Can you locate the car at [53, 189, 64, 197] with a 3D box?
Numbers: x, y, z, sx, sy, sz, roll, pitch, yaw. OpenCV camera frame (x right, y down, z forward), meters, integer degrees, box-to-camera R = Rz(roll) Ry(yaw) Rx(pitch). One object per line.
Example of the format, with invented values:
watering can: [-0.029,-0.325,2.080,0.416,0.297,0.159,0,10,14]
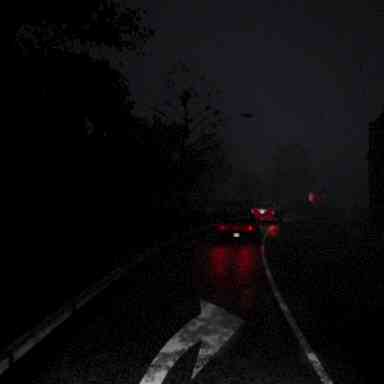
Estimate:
car: [-22.967,0.176,58.463,2.097,1.535,5.008,4,-1,-10]

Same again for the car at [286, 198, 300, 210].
car: [14.164,1.988,51.818,2.097,1.535,5.008,3,-1,-10]

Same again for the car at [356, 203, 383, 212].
car: [36.527,3.180,68.719,1.946,1.575,5.366,2,0,-10]

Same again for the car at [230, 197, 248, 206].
car: [9.035,1.841,64.220,2.002,1.452,4.674,4,-1,-10]

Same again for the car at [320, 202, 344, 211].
car: [28.385,2.873,67.512,2.231,1.521,4.892,3,0,-10]

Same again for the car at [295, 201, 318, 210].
car: [22.764,2.612,66.554,2.097,1.535,5.008,3,-1,-10]

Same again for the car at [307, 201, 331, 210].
car: [25.511,2.744,67.022,2.097,1.535,5.008,3,0,-10]

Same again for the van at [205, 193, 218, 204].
van: [3.706,1.208,63.180,1.878,1.987,4.442,4,0,-10]

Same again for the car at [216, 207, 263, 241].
car: [2.523,1.682,17.180,1.895,1.301,4.718,0,-1,13]

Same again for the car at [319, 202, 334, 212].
car: [19.658,2.324,52.754,2.231,1.521,4.892,3,-1,-10]

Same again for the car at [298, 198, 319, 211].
car: [16.922,1.910,52.323,2.435,2.045,5.566,3,-1,-10]

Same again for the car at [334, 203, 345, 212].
car: [22.396,2.505,53.198,2.163,1.488,4.792,3,-1,-10]

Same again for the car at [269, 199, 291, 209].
car: [17.370,2.324,65.827,1.946,1.575,5.366,3,-1,-10]

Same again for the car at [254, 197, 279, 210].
car: [11.432,1.682,51.389,2.185,1.767,4.553,4,-1,-10]

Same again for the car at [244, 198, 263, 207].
car: [11.896,2.021,64.735,2.163,1.488,4.792,4,-1,-10]

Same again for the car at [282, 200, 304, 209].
car: [20.018,2.502,66.061,2.163,1.488,4.792,3,-1,-10]

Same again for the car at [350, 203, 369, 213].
car: [27.899,2.620,54.135,2.185,1.767,4.553,3,0,-10]

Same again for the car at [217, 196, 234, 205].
car: [6.296,1.653,63.753,2.002,1.452,4.674,4,-1,-10]

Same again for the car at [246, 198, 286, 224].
car: [6.216,1.599,27.535,2.097,1.767,4.553,0,-1,23]

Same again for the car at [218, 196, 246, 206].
car: [5.954,1.460,50.394,2.163,1.488,4.792,4,-1,-10]
